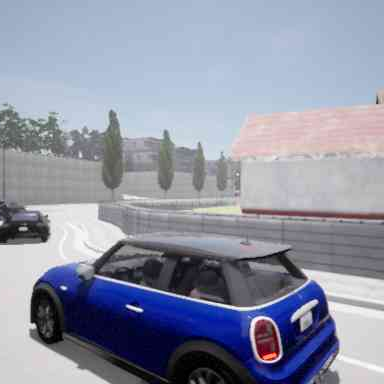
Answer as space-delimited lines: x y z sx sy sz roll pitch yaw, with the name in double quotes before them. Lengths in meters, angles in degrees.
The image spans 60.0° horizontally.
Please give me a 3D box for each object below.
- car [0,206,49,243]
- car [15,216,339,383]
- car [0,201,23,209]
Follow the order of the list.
"car" -8.219 1.610 16.632 1.994 1.385 4.181 0 0 -21
"car" -0.445 1.376 4.848 4.553 1.767 2.097 0 0 39
"car" -16.495 1.577 29.691 1.837 1.490 4.892 -1 0 -4
